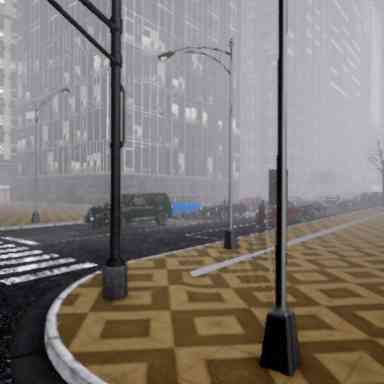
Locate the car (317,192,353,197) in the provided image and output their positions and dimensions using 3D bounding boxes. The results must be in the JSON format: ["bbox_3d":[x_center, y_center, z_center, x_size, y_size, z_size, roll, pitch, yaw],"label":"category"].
[{"bbox_3d":[17.420,1.110,40.431,2.128,1.511,4.902,0,0,39],"label":"car"}]

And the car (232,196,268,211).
[{"bbox_3d":[6.334,1.210,35.927,1.887,1.381,4.507,1,1,39],"label":"car"}]

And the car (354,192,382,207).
[{"bbox_3d":[23.575,0.905,43.909,2.192,1.841,5.009,1,1,39],"label":"car"}]

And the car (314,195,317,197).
[{"bbox_3d":[20.642,1.064,53.619,1.947,1.339,4.313,1,1,39],"label":"car"}]

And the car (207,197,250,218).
[{"bbox_3d":[2.631,1.348,27.215,1.895,1.301,4.718,0,1,39],"label":"car"}]

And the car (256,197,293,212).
[{"bbox_3d":[8.659,1.278,34.662,1.895,1.301,4.718,0,1,39],"label":"car"}]

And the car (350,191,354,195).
[{"bbox_3d":[25.648,1.032,50.606,1.837,1.490,4.892,0,1,39],"label":"car"}]

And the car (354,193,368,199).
[{"bbox_3d":[38.520,0.858,75.744,1.947,1.339,4.313,1,1,39],"label":"car"}]

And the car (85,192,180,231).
[{"bbox_3d":[-3.506,1.041,19.620,2.150,2.045,5.566,0,1,39],"label":"car"}]

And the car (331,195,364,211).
[{"bbox_3d":[16.422,1.255,35.063,1.802,1.307,4.206,1,1,39],"label":"car"}]

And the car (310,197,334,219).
[{"bbox_3d":[9.323,1.323,26.173,1.947,1.339,4.313,1,1,39],"label":"car"}]

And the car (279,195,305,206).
[{"bbox_3d":[13.490,1.148,44.769,1.947,1.339,4.313,1,1,39],"label":"car"}]

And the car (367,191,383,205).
[{"bbox_3d":[27.150,0.864,48.333,2.192,1.841,5.009,1,1,39],"label":"car"}]

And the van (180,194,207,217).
[{"bbox_3d":[-0.902,1.089,27.145,1.690,1.788,3.998,1,1,39],"label":"van"}]

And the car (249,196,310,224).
[{"bbox_3d":[5.792,1.240,21.712,1.967,1.590,4.097,1,1,39],"label":"car"}]
